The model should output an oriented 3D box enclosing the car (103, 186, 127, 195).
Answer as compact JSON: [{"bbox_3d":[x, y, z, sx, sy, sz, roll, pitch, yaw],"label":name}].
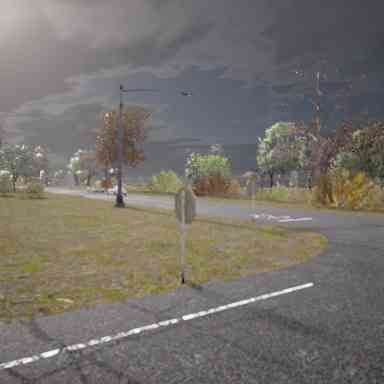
[{"bbox_3d":[-11.825,-0.223,52.161,1.812,1.442,4.674,0,2,-35],"label":"car"}]

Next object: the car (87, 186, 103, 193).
[{"bbox_3d":[-17.414,-0.458,59.997,1.895,1.301,4.718,0,2,-35],"label":"car"}]
